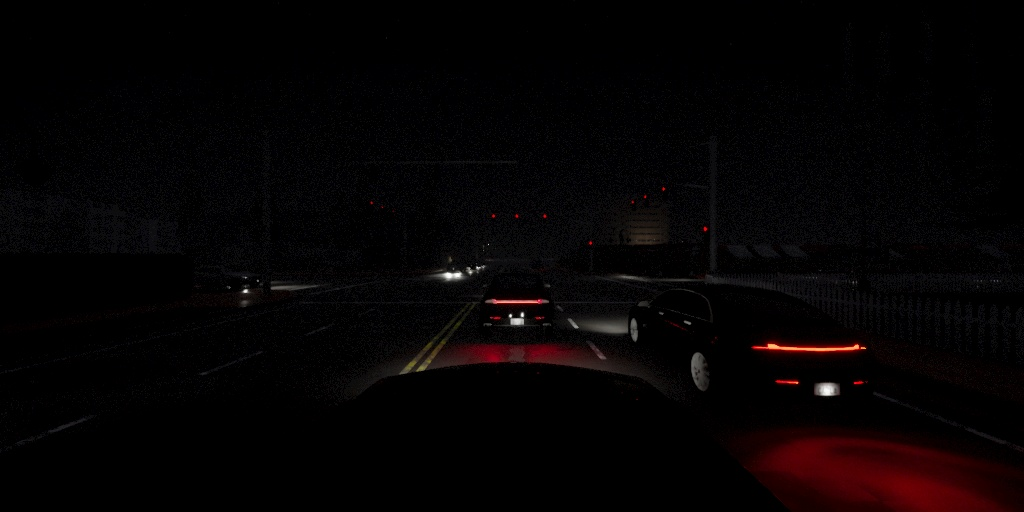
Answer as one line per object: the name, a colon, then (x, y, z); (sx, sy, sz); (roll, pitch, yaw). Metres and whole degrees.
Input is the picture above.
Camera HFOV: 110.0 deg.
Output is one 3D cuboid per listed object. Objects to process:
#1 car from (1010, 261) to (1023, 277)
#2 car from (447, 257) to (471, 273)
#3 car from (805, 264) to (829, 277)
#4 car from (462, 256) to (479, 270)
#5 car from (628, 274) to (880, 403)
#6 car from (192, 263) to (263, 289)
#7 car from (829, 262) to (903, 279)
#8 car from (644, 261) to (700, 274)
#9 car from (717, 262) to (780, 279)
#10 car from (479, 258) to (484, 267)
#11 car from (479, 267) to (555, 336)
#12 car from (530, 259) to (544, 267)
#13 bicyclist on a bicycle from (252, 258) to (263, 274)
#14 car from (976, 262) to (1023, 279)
car: (51.209, 1.240, 34.062); (4.902, 1.511, 2.128); (0, 0, -1)
car: (-6.825, 1.233, 44.439); (2.128, 1.511, 4.902); (0, 0, 1)
car: (30.925, 1.291, 33.779); (5.357, 1.411, 2.033); (0, 0, -1)
car: (-6.756, 0.961, 54.555); (2.150, 2.045, 5.566); (0, 0, 1)
car: (3.589, 1.254, 6.467); (1.837, 1.490, 4.892); (0, 0, 1)
car: (-18.154, 1.271, 22.300); (4.674, 1.442, 1.812); (0, 0, 0)
car: (30.118, 1.270, 30.253); (4.674, 1.442, 1.812); (0, 0, -1)
car: (14.932, 1.248, 33.545); (4.892, 1.490, 1.837); (0, 0, 1)
car: (19.627, 1.235, 30.067); (4.902, 1.511, 2.128); (0, 0, -1)
car: (-6.655, 1.241, 64.478); (1.837, 1.490, 4.892); (0, 0, 1)
car: (0.134, 1.240, 10.372); (2.128, 1.511, 4.902); (0, 0, 0)
car: (3.934, 1.264, 56.980); (1.812, 1.442, 4.674); (0, 0, 1)
bicyclist on a bicycle: (-26.161, 1.043, 36.892); (0.582, 1.620, 1.656); (0, 0, -3)
car: (42.517, 1.270, 30.468); (4.674, 1.442, 1.812); (0, 0, -1)
